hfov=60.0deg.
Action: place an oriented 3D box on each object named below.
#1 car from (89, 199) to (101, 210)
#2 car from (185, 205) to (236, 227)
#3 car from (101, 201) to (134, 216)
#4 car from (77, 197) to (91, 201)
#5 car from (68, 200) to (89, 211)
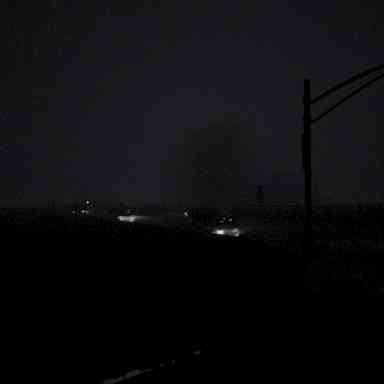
[{"bbox_3d":[-14.357,2.152,53.826,2.128,1.511,4.902,-1,0,-35],"label":"car"},{"bbox_3d":[1.337,1.792,25.629,1.837,1.490,4.892,-1,0,-36],"label":"car"},{"bbox_3d":[-8.574,2.013,39.446,2.128,1.511,4.902,-1,0,-36],"label":"car"},{"bbox_3d":[-20.415,2.027,62.263,2.150,2.045,5.566,-1,0,-36],"label":"car"},{"bbox_3d":[-18.660,2.370,53.664,1.994,1.385,4.181,-1,0,-36],"label":"car"}]
